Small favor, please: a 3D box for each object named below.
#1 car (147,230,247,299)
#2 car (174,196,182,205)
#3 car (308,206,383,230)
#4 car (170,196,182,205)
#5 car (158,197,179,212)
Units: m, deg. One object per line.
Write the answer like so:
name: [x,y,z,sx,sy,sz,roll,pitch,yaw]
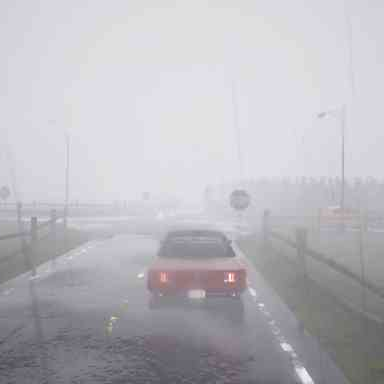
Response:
car: [0.094,1.602,8.376,1.895,1.301,4.718,0,0,0]
car: [-2.886,1.577,49.578,2.033,1.411,5.357,0,0,0]
car: [10.583,1.743,22.855,5.008,1.535,1.882,1,-1,0]
car: [-2.877,1.520,60.130,1.882,1.535,5.008,0,0,1]
car: [-2.888,1.582,39.326,1.994,1.385,4.181,0,0,-1]
